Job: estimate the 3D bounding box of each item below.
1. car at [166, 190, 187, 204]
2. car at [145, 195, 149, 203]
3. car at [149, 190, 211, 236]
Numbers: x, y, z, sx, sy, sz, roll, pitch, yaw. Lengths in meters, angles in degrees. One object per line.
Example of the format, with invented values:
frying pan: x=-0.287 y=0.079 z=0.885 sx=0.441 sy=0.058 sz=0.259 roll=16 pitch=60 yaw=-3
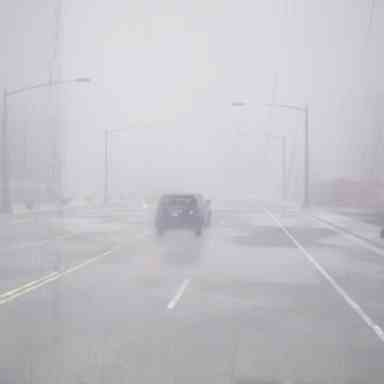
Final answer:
car: x=-2.255 y=0.677 z=49.974 sx=2.150 sy=2.045 sz=5.566 roll=0 pitch=1 yaw=9
car: x=-5.706 y=0.853 z=50.561 sx=1.882 sy=1.535 sz=5.008 roll=0 pitch=1 yaw=9
car: x=-0.313 y=1.046 z=17.363 sx=2.150 sy=2.045 sz=5.566 roll=0 pitch=1 yaw=9
